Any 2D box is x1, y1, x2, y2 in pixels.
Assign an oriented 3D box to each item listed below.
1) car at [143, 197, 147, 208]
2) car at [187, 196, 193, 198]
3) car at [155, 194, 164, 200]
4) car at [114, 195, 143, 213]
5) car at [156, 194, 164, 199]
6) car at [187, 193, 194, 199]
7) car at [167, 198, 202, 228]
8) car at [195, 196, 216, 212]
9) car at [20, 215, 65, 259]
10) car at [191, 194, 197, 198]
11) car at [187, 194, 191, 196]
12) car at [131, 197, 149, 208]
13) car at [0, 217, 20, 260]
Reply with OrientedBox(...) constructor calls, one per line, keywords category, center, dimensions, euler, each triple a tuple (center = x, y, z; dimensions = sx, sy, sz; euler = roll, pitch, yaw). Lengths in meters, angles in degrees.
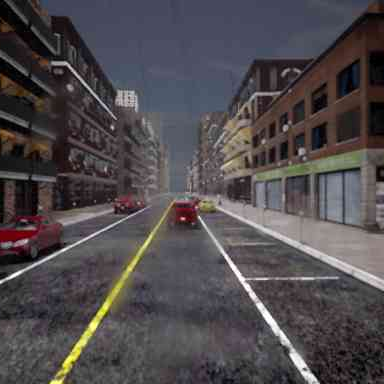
OrientedBox(category="car", center=(-7.014, 1.303, 40.516), dimensions=(1.967, 1.590, 4.097), euler=(0, 0, -2))
OrientedBox(category="car", center=(-1.215, 1.436, 40.193), dimensions=(1.895, 1.301, 4.718), euler=(0, 0, -2))
OrientedBox(category="car", center=(-8.526, 1.223, 85.580), dimensions=(2.008, 1.369, 4.403), euler=(0, 0, -2))
OrientedBox(category="car", center=(-6.825, 1.202, 34.883), dimensions=(2.192, 1.841, 5.009), euler=(0, 0, -2))
OrientedBox(category="car", center=(-8.716, 1.198, 91.214), dimensions=(2.008, 1.369, 4.403), euler=(0, 0, -2))
OrientedBox(category="car", center=(-0.344, 1.128, 91.660), dimensions=(1.752, 1.417, 4.829), euler=(0, 0, -2))
OrientedBox(category="car", center=(-0.606, 1.389, 21.720), dimensions=(1.882, 1.535, 5.008), euler=(0, 0, -2))
OrientedBox(category="car", center=(1.545, 1.367, 35.330), dimensions=(1.752, 1.417, 4.829), euler=(0, 0, -2))
OrientedBox(category="car", center=(-6.069, 1.561, 12.351), dimensions=(1.802, 1.307, 4.206), euler=(0, 0, -2))
OrientedBox(category="car", center=(1.173, 1.340, 46.427), dimensions=(1.887, 1.381, 4.507), euler=(0, 0, -2))
OrientedBox(category="car", center=(0.417, 1.251, 68.958), dimensions=(2.008, 1.369, 4.403), euler=(0, 0, -2))
OrientedBox(category="car", center=(-7.203, 1.384, 46.150), dimensions=(1.887, 1.381, 4.507), euler=(0, 0, -2))
OrientedBox(category="car", center=(-5.880, 1.317, 6.717), dimensions=(2.192, 1.841, 5.009), euler=(0, 0, -2))
